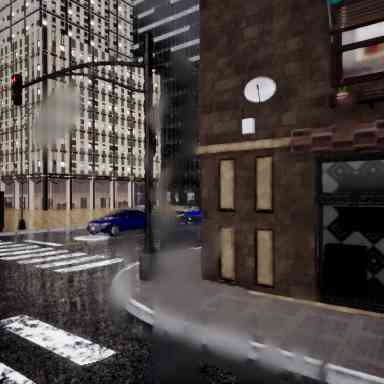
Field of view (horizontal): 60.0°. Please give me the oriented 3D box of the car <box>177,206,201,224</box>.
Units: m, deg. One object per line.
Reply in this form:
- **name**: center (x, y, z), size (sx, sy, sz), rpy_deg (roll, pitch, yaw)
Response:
- **car**: center (1.247, 1.863, 27.965), size (1.882, 1.535, 5.008), rpy_deg (-1, -1, 35)

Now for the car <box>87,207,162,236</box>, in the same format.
- **car**: center (-4.172, 1.773, 20.248), size (1.812, 1.442, 4.674), rpy_deg (-1, -1, 33)

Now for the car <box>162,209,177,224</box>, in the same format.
- **car**: center (-3.526, 1.894, 25.924), size (2.008, 1.369, 4.403), rpy_deg (-2, -2, 35)

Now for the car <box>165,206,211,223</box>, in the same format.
- **car**: center (-0.324, 1.975, 30.481), size (2.008, 1.369, 4.403), rpy_deg (-2, -2, 35)
